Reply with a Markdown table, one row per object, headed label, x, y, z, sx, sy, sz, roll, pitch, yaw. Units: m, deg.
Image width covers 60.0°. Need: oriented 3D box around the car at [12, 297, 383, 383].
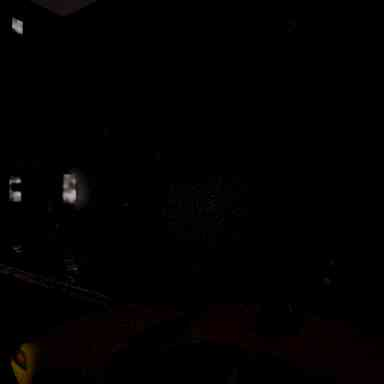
| label | x | y | z | sx | sy | sz | roll | pitch | yaw |
| --- | --- | --- | --- | --- | --- | --- | --- | --- | --- |
| car | 0.409 | 1.505 | 2.591 | 4.829 | 1.417 | 1.752 | 1 | 0 | 35 |
